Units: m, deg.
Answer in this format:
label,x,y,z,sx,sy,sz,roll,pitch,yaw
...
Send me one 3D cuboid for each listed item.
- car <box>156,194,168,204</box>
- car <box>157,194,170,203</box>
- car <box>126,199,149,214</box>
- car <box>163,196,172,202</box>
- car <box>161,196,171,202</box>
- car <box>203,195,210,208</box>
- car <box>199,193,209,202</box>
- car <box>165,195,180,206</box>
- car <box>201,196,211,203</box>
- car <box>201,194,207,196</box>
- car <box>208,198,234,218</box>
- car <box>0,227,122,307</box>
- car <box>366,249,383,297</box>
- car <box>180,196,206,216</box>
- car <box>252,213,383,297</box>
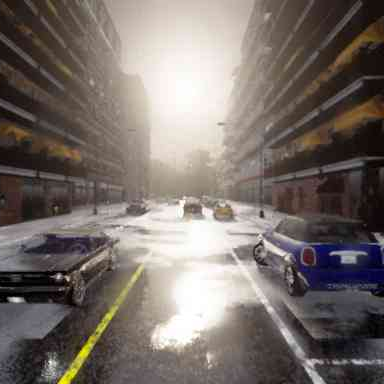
label,x,y,z,sx,sy,sz,roll,pitch,yaw
car,-5.820,1.539,63.043,2.008,1.369,4.403,1,0,0
car,-5.818,1.304,68.611,2.192,1.841,5.009,1,0,0
car,-5.703,1.432,35.202,1.967,1.590,4.097,1,0,0
car,-5.824,1.571,79.748,1.802,1.307,4.206,1,0,0
car,-5.823,1.554,74.180,1.947,1.339,4.313,1,0,0
car,2.764,1.556,46.949,1.947,1.339,4.313,1,0,0
car,2.827,1.304,79.715,2.192,1.841,5.009,1,0,0
car,-3.015,1.515,56.029,1.812,1.442,4.674,0,0,0
car,2.826,1.539,68.580,2.008,1.369,4.403,1,0,0
car,2.828,1.514,57.613,1.752,1.417,4.829,1,0,0
car,2.704,1.518,29.773,1.752,1.417,4.829,1,0,0
car,-3.102,1.598,8.080,1.895,1.301,4.718,0,0,0
car,3.145,1.503,1.753,1.837,1.490,4.892,0,0,0
car,0.084,1.470,32.512,1.882,1.535,5.008,0,0,0
car,3.111,1.350,8.724,2.097,1.767,4.553,0,0,0
